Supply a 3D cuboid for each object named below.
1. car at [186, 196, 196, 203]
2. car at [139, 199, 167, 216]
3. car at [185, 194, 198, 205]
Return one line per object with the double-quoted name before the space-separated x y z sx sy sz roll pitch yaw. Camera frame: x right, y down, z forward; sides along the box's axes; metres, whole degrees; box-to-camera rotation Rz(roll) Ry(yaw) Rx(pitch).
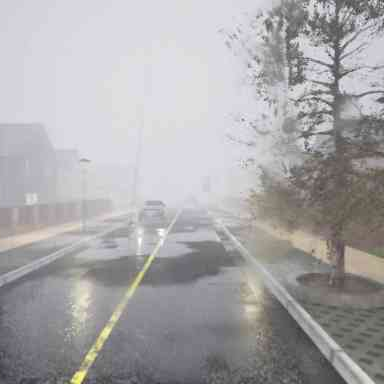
"car" -0.162 1.628 72.951 2.033 1.411 5.357 0 0 0
"car" -2.803 1.288 24.738 1.812 1.442 4.674 0 0 0
"car" -0.138 1.392 62.466 2.150 2.045 5.566 0 0 0
